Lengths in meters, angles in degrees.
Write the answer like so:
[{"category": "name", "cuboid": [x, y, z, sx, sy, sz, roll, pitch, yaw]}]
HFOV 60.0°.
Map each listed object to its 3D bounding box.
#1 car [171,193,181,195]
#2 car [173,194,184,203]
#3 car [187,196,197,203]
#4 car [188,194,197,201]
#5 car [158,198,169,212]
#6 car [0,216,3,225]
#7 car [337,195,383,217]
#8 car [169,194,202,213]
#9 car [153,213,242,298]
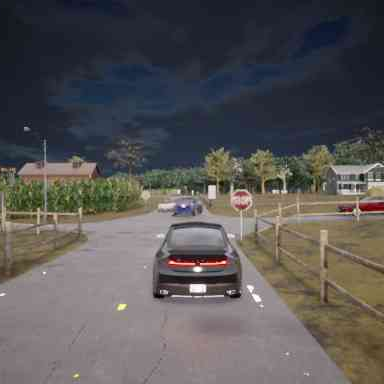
[{"category": "car", "cuboid": [-2.792, 1.178, 58.068, 2.150, 2.045, 5.566, 0, 0, 0]}, {"category": "car", "cuboid": [-2.705, 1.297, 69.295, 2.097, 1.767, 4.553, 0, 0, 0]}, {"category": "car", "cuboid": [0.047, 1.490, 70.319, 1.994, 1.385, 4.181, 0, 0, 0]}, {"category": "car", "cuboid": [0.057, 1.308, 80.332, 2.033, 1.411, 5.357, 0, 0, 0]}, {"category": "car", "cuboid": [-2.830, 1.580, 37.992, 1.895, 1.301, 4.718, 0, 0, 0]}, {"category": "car", "cuboid": [-15.518, 1.918, 22.591, 4.718, 1.301, 1.895, -1, -2, -1]}, {"category": "car", "cuboid": [13.780, 1.026, 25.509, 5.008, 1.535, 1.882, -2, -2, 0]}, {"category": "car", "cuboid": [-0.346, 1.344, 32.598, 2.097, 1.767, 4.553, 0, 1, 12]}, {"category": "car", "cuboid": [0.104, 1.508, 8.491, 1.837, 1.490, 4.892, 0, 0, 0]}]
